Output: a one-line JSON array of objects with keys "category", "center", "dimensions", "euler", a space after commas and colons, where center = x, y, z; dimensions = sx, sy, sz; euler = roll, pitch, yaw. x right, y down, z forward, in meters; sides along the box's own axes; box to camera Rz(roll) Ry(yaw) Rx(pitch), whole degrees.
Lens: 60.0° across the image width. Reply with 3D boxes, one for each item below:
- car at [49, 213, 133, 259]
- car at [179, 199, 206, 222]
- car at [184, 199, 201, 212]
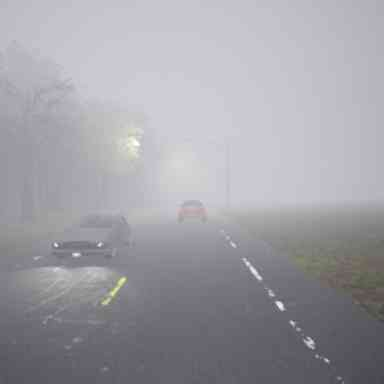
[{"category": "car", "center": [-3.520, 1.533, 12.808], "dimensions": [2.033, 1.411, 5.357], "euler": [0, 0, 0]}, {"category": "car", "center": [0.047, 1.418, 27.303], "dimensions": [2.097, 1.767, 4.553], "euler": [0, -1, 0]}, {"category": "car", "center": [0.053, 1.774, 44.692], "dimensions": [2.128, 1.511, 4.902], "euler": [0, -1, 0]}]
